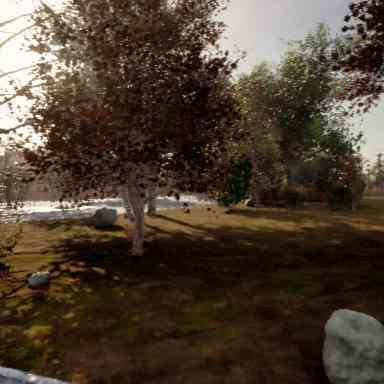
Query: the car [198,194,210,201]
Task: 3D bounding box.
[{"bbox_3d":[2.002,0.594,50.860,1.882,1.535,5.008,-1,1,5],"label":"car"}]
